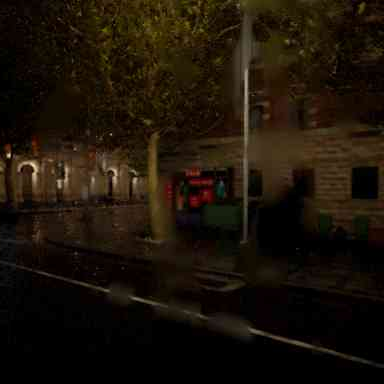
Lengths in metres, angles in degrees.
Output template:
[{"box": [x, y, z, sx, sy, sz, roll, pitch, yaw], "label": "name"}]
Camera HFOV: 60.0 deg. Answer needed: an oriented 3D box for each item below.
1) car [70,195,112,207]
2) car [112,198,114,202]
[{"box": [-12.888, 1.134, 41.573, 1.837, 1.490, 4.892, 1, 1, 36], "label": "car"}, {"box": [-14.366, 1.155, 50.895, 1.895, 1.301, 4.718, 1, 0, 36], "label": "car"}]
